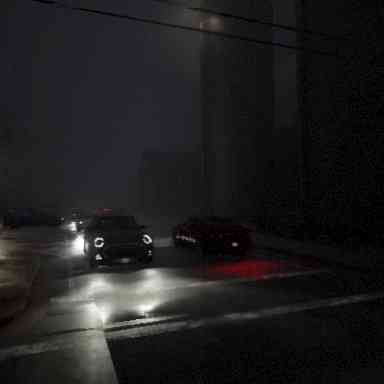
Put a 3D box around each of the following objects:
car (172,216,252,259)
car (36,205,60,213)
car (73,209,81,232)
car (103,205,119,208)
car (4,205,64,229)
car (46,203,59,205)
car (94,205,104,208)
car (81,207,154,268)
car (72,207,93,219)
[{"bbox_3d":[0.619,1.760,14.064,1.882,1.535,5.008,0,-1,-22],"label":"car"},{"bbox_3d":[-27.393,3.179,63.483,4.193,1.474,1.816,0,-1,-21],"label":"car"},{"bbox_3d":[-7.710,2.223,25.067,1.895,1.301,4.718,0,-1,-21],"label":"car"},{"bbox_3d":[-8.230,2.339,36.647,1.882,1.535,5.008,0,-1,-21],"label":"car"},{"bbox_3d":[-13.448,2.252,28.477,4.611,1.667,2.242,0,-1,-21],"label":"car"},{"bbox_3d":[-22.066,2.661,51.094,3.866,1.878,1.905,0,-1,-21],"label":"car"},{"bbox_3d":[-11.897,2.594,46.033,2.128,1.511,4.902,0,-1,-21],"label":"car"},{"bbox_3d":[-2.927,1.658,12.720,2.097,1.767,4.553,0,-1,-21],"label":"car"},{"bbox_3d":[-12.801,2.559,38.255,1.895,1.301,4.718,0,-1,-21],"label":"car"}]
